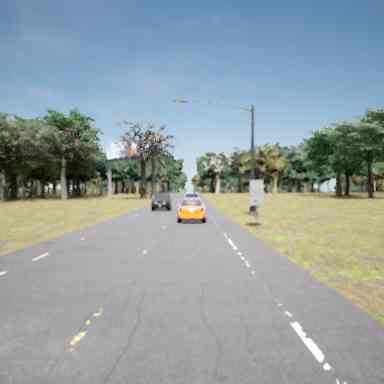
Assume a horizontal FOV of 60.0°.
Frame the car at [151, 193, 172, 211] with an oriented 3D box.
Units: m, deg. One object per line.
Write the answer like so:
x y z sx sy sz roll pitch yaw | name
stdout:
-3.561 1.122 39.706 2.150 2.045 5.566 0 0 0 | car

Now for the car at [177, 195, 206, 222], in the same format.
-0.012 1.339 26.174 2.097 1.767 4.553 0 0 0 | car

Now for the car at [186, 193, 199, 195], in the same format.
0.018 1.083 43.793 2.150 2.045 5.566 0 1 0 | car
